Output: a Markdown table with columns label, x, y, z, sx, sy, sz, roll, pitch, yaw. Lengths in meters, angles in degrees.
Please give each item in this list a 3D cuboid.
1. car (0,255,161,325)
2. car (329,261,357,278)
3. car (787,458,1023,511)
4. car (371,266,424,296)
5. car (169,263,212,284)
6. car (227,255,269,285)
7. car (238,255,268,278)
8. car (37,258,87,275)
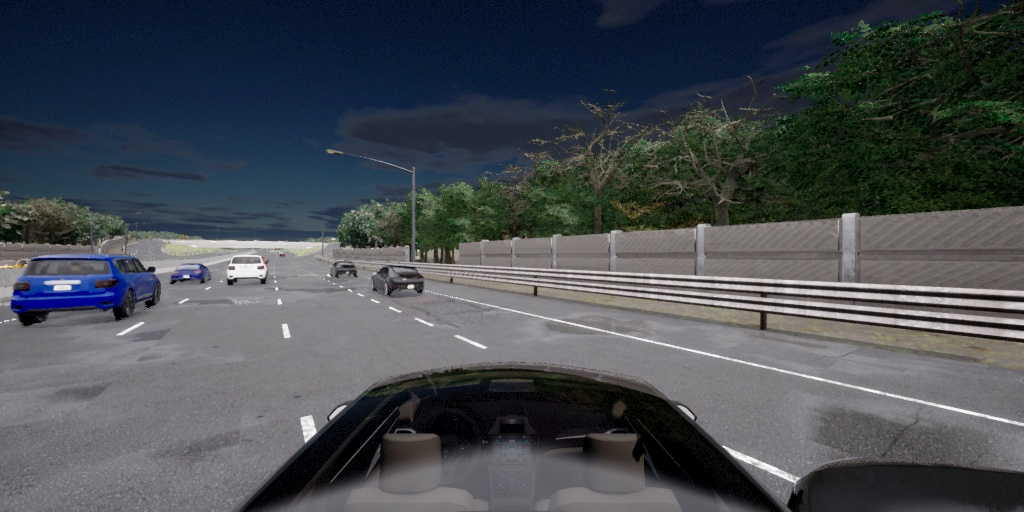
| label | x | y | z | sx | sy | sz | roll | pitch | yaw |
| --- | --- | --- | --- | --- | --- | --- | --- | --- | --- |
| car | -14.072 | 0.969 | 12.255 | 2.150 | 2.045 | 5.566 | 0 | 0 | -34 |
| car | -15.947 | 1.236 | 33.833 | 1.837 | 1.490 | 4.892 | 0 | 0 | -34 |
| car | 2.984 | 1.315 | 0.538 | 4.181 | 1.385 | 1.994 | 0 | 0 | 34 |
| car | -6.303 | 1.250 | 19.511 | 1.837 | 1.490 | 4.892 | 0 | 0 | -34 |
| car | -23.738 | 1.258 | 26.599 | 1.812 | 1.442 | 4.674 | 0 | 0 | -34 |
| car | -19.223 | 0.957 | 26.157 | 2.150 | 2.045 | 5.566 | 0 | 0 | -34 |
| car | -25.229 | 0.946 | 35.115 | 2.150 | 2.045 | 5.566 | 0 | 0 | -34 |
| car | -49.313 | 1.057 | 39.381 | 2.097 | 1.767 | 4.553 | 0 | 0 | -33 |
